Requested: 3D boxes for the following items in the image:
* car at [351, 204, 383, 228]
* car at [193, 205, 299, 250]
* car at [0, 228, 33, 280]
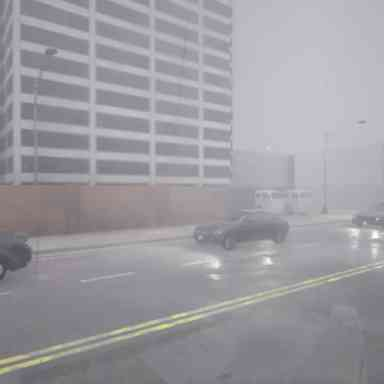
[{"bbox_3d":[12.452,1.458,21.356,5.357,1.411,2.033,0,0,-36],"label":"car"},{"bbox_3d":[2.226,1.485,14.167,4.674,1.442,1.812,0,0,-35],"label":"car"},{"bbox_3d":[-6.512,1.509,7.945,4.892,1.490,1.837,0,0,-36],"label":"car"}]
